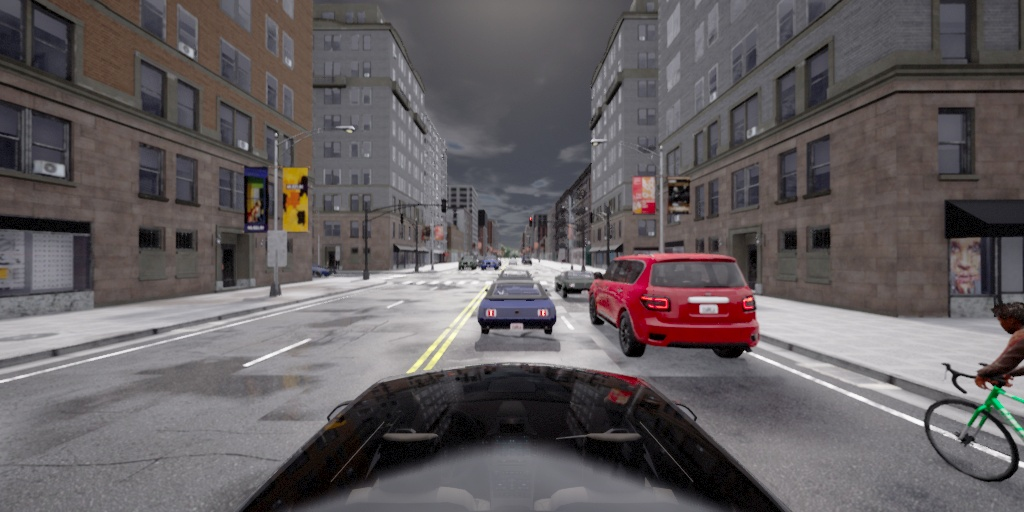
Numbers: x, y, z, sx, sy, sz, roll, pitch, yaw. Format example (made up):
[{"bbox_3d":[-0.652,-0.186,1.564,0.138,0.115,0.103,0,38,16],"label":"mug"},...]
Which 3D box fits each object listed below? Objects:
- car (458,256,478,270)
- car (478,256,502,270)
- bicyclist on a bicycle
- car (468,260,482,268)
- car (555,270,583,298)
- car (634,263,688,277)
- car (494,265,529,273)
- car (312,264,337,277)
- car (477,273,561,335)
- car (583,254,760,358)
[{"bbox_3d":[-6.422,0.985,52.255,2.150,2.045,5.566,0,0,0],"label":"car"},{"bbox_3d":[-3.147,0.985,51.956,2.150,2.045,5.566,0,0,2],"label":"car"},{"bbox_3d":[4.149,1.203,2.793,0.582,1.620,1.656,0,0,0],"label":"bicyclist on a bicycle"},{"bbox_3d":[-6.375,1.330,61.725,1.994,1.385,4.181,0,0,0],"label":"car"},{"bbox_3d":[3.303,1.353,18.396,1.895,1.301,4.718,0,0,0],"label":"car"},{"bbox_3d":[15.176,1.407,36.684,4.718,1.301,1.895,0,0,0],"label":"car"},{"bbox_3d":[0.158,1.353,19.657,1.895,1.301,4.718,0,0,0],"label":"car"},{"bbox_3d":[-19.588,1.280,33.990,5.357,1.411,2.033,0,0,0],"label":"car"},{"bbox_3d":[0.128,1.351,10.552,1.895,1.301,4.718,0,0,0],"label":"car"},{"bbox_3d":[3.346,0.972,8.628,2.150,2.045,5.566,0,0,2],"label":"car"}]
